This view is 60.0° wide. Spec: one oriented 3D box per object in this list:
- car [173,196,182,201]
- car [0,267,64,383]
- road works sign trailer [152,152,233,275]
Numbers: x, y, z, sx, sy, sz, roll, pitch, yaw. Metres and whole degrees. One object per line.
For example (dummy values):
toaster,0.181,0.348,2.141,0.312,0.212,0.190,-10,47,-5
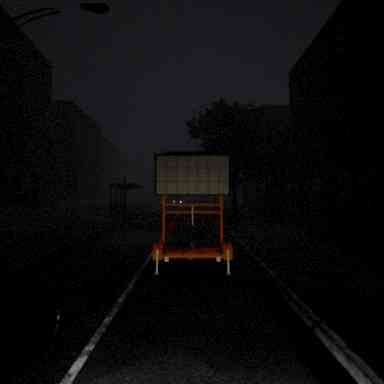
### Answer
car,-3.330,1.349,76.774,1.812,1.442,4.674,0,0,0
car,-3.010,1.584,3.583,1.994,1.385,4.181,0,0,0
road works sign trailer,0.020,0.523,10.650,2.380,3.560,2.880,0,0,0
